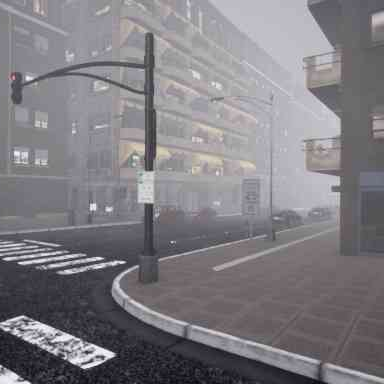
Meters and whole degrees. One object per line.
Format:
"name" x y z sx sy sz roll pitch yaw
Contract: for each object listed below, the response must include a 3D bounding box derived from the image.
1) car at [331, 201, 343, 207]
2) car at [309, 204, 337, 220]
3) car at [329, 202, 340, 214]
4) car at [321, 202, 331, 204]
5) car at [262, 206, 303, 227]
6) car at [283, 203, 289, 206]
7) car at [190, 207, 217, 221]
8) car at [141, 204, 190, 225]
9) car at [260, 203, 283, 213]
"car" 36.451 3.022 83.464 1.967 1.590 4.097 -1 -1 35
"car" 14.192 2.296 36.745 1.947 1.339 4.313 -1 -2 35
"car" 20.759 2.458 46.210 1.752 1.417 4.829 -1 -2 35
"car" 19.529 2.546 48.900 1.895 1.301 4.718 0 -1 35
"car" 7.722 2.095 27.421 1.947 1.339 4.313 -1 -2 35
"car" 13.735 2.404 50.671 1.752 1.417 4.829 -1 -1 35
"car" 0.892 2.063 32.162 1.802 1.307 4.206 -1 -1 35
"car" -2.343 1.821 27.503 1.967 1.590 4.097 -1 -1 35
"car" 10.597 2.327 46.148 1.887 1.381 4.507 -1 -1 35
